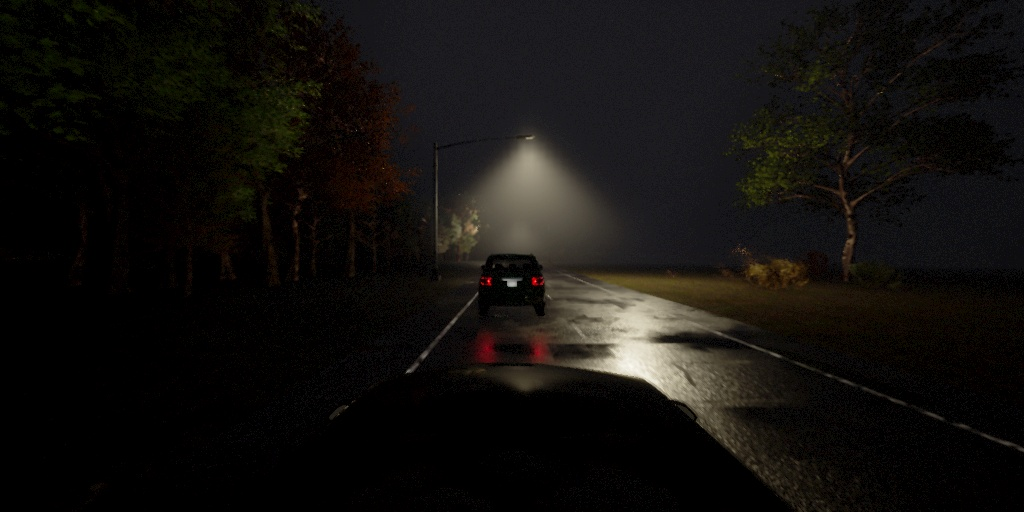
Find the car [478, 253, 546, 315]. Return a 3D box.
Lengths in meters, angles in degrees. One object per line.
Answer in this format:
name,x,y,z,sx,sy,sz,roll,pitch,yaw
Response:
car,-0.001,0.917,13.395,2.150,2.045,5.566,0,0,0
